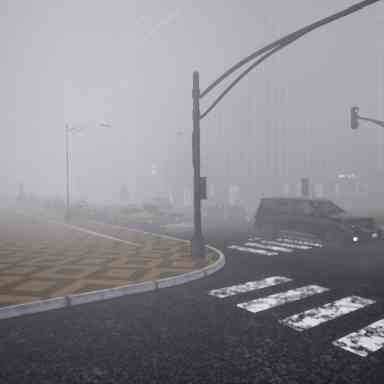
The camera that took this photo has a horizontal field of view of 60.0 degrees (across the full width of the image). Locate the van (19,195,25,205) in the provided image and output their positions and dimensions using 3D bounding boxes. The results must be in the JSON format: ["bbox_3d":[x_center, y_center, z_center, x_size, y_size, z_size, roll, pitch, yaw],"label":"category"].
[{"bbox_3d":[-26.675,1.303,54.648,1.690,1.788,3.998,-1,1,-36],"label":"van"}]

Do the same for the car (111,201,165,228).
[{"bbox_3d":[-4.012,1.552,22.824,1.752,1.417,4.829,-1,1,-36],"label":"car"}]

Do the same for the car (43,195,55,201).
[{"bbox_3d":[-33.321,1.332,77.443,1.752,1.417,4.829,-1,1,-36],"label":"car"}]

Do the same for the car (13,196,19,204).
[{"bbox_3d":[-33.149,1.494,63.682,2.008,1.369,4.403,-1,1,-36],"label":"car"}]

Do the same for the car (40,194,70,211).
[{"bbox_3d":[-16.959,1.429,41.101,1.967,1.590,4.097,-1,1,-36],"label":"car"}]

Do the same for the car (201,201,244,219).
[{"bbox_3d":[2.503,1.455,27.705,2.008,1.369,4.403,-1,1,-36],"label":"car"}]

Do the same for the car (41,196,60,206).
[{"bbox_3d":[-22.848,1.385,53.715,1.812,1.442,4.674,-1,1,-36],"label":"car"}]

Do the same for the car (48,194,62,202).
[{"bbox_3d":[-29.984,1.256,72.789,1.967,1.590,4.097,-1,1,-36],"label":"car"}]

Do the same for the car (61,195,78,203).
[{"bbox_3d":[-23.507,1.386,63.758,2.008,1.369,4.403,-1,1,-36],"label":"car"}]

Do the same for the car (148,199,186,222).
[{"bbox_3d":[-2.603,1.533,25.480,2.033,1.411,5.357,-1,1,-36],"label":"car"}]

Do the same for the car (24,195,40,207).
[{"bbox_3d":[-23.435,1.411,50.133,1.967,1.590,4.097,-1,1,-36],"label":"car"}]

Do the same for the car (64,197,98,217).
[{"bbox_3d":[-10.432,1.533,31.899,1.752,1.417,4.829,-1,1,-36],"label":"car"}]

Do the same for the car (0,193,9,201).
[{"bbox_3d":[-46.102,1.450,81.746,1.887,1.381,4.507,-1,1,-36],"label":"car"}]

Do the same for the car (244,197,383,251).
[{"bbox_3d":[5.185,1.251,14.623,2.150,2.045,5.566,0,0,-36],"label":"car"}]

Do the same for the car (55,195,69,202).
[{"bbox_3d":[-26.745,1.408,68.274,1.802,1.307,4.206,-1,1,-36],"label":"car"}]
